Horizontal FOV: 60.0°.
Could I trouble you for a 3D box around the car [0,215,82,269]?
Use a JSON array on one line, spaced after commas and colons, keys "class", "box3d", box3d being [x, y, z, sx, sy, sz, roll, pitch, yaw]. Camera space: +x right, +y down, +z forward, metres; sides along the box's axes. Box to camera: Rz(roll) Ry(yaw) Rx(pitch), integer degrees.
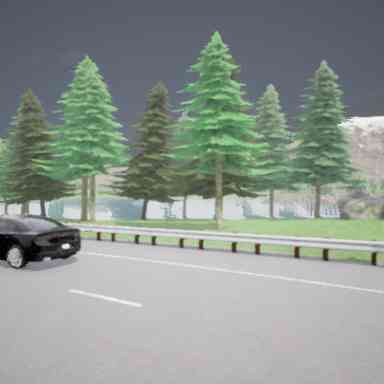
[{"class": "car", "box3d": [-6.005, 1.509, 11.217, 5.008, 1.535, 1.882, 0, 0, 28]}]
